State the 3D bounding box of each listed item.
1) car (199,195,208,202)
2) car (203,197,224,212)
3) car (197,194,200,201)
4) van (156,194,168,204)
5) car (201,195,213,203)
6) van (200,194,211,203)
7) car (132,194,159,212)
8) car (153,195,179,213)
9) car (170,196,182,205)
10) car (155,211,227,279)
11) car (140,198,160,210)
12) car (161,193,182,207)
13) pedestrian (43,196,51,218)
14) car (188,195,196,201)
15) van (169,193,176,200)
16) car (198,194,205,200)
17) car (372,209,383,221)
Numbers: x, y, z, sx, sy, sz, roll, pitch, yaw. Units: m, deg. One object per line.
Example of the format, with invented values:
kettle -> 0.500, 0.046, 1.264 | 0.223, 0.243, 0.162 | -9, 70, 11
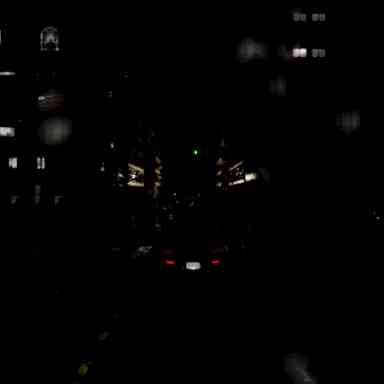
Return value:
car -> 2.567, 1.420, 75.975 | 2.008, 1.369, 4.403 | 0, 0, 0
car -> 2.567, 1.511, 37.110 | 1.947, 1.339, 4.313 | 0, 0, 0
car -> 2.567, 1.332, 64.870 | 1.967, 1.590, 4.097 | 0, 0, 0
van -> -5.313, 1.244, 59.317 | 1.690, 1.788, 3.998 | 0, 0, 0
car -> 2.567, 1.506, 48.214 | 1.802, 1.307, 4.206 | 0, 0, 0
van -> 2.568, 1.255, 53.766 | 1.690, 1.788, 3.998 | 0, 0, 0
car -> -5.313, 1.259, 37.109 | 2.192, 1.841, 5.009 | 0, 0, 0
car -> -2.805, 1.450, 36.969 | 1.837, 1.490, 4.892 | 0, 0, 2
car -> -2.750, 1.432, 57.451 | 1.812, 1.442, 4.674 | 0, 0, 0
car -> -0.099, 1.512, 9.882 | 1.812, 1.442, 4.674 | 0, 0, -3
car -> -5.314, 1.479, 42.662 | 1.887, 1.381, 4.507 | 0, 0, 0
car -> -2.825, 1.278, 47.193 | 2.097, 1.767, 4.553 | 0, 0, 0
pedestrian -> -12.151, 1.247, 27.860 | 0.375, 1.860, 0.375 | 0, 1, 0
car -> 0.000, 1.345, 76.915 | 1.882, 1.535, 5.008 | 0, 0, 0
van -> -5.312, 1.173, 92.629 | 1.690, 1.788, 3.998 | 0, 0, 0
car -> 2.567, 1.377, 92.630 | 1.887, 1.381, 4.507 | 0, 0, 0
car -> 15.103, 1.315, 22.241 | 5.357, 1.411, 2.033 | -1, 0, 0
